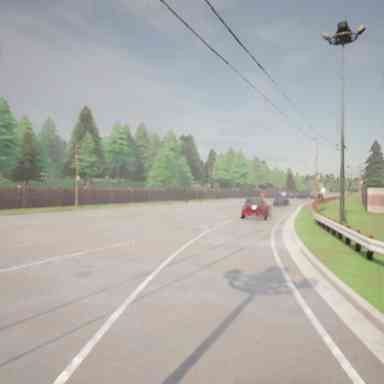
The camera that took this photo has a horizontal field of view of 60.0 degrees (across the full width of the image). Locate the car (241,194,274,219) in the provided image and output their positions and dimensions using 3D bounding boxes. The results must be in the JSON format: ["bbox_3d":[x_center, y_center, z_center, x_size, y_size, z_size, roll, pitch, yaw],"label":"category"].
[{"bbox_3d":[5.454,1.268,27.981,2.097,1.767,4.553,0,0,17],"label":"car"}]

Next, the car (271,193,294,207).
[{"bbox_3d":[13.303,1.358,49.390,2.128,1.511,4.902,0,0,24],"label":"car"}]
